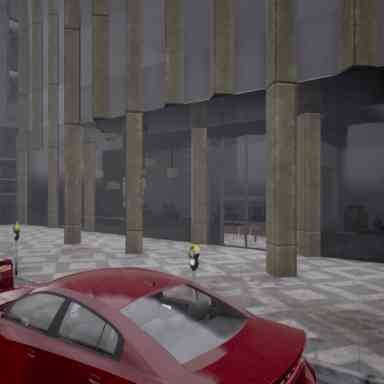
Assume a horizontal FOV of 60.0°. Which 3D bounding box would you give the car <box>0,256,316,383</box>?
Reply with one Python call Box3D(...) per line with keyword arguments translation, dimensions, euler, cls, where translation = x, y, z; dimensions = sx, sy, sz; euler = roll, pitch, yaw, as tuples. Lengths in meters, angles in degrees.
Box3D(translation=(-1.023, 1.545, 3.694), dimensions=(4.507, 1.381, 1.887), euler=(0, 0, 36), cls="car")
